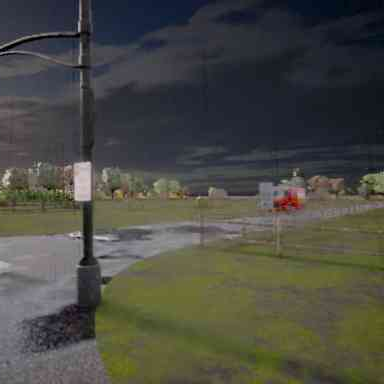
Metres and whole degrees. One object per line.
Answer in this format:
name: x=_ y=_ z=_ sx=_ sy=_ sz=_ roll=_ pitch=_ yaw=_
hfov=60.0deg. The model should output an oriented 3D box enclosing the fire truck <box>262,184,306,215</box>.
fire truck: x=12.048 y=0.962 z=43.053 sx=2.891 sy=3.827 sz=8.468 roll=-1 pitch=-2 yaw=36
